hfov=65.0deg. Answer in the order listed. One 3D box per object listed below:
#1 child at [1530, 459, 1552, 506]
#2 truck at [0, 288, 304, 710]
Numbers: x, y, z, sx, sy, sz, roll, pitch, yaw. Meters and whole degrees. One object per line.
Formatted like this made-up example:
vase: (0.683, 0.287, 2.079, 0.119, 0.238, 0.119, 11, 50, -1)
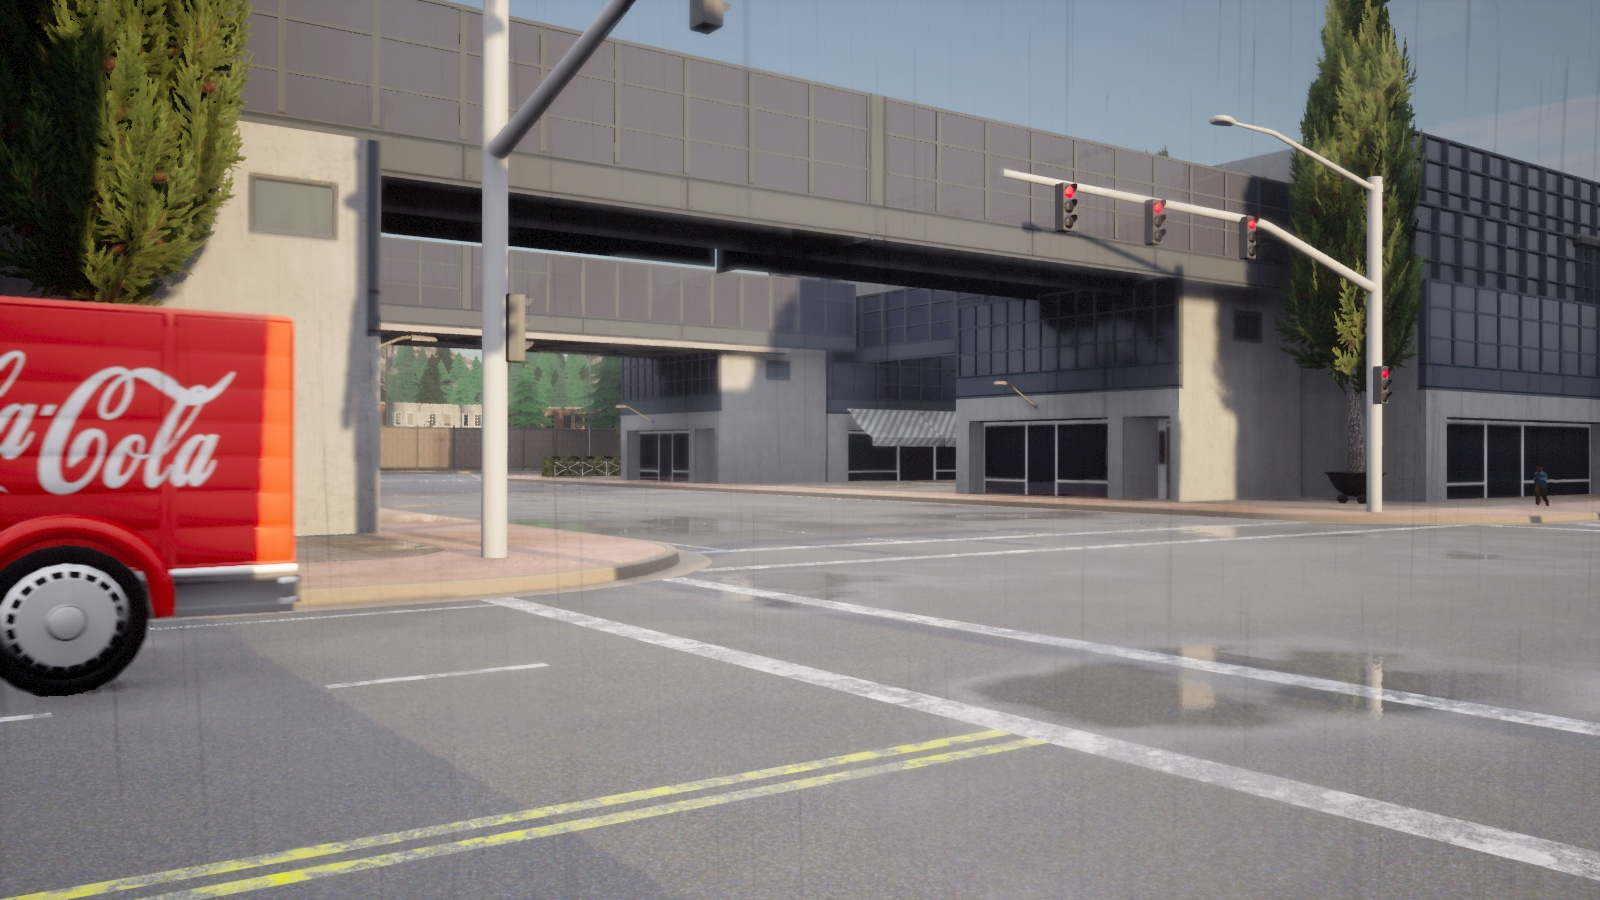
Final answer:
child: (19.042, 0.822, 32.265, 0.448, 1.192, 0.343, 0, 0, -38)
truck: (-6.169, 0.291, 7.908, 5.204, 2.467, 2.627, 0, 0, -35)
